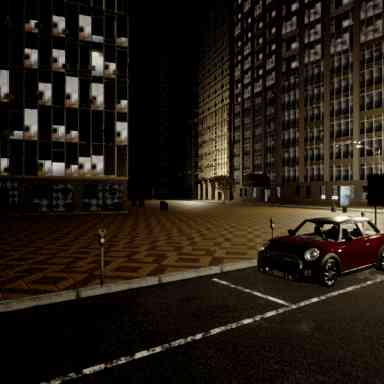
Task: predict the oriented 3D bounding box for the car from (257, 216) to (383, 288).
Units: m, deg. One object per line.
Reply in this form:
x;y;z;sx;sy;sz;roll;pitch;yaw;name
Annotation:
3.691;1.439;9.196;4.097;1.590;1.967;0;0;-36;car
